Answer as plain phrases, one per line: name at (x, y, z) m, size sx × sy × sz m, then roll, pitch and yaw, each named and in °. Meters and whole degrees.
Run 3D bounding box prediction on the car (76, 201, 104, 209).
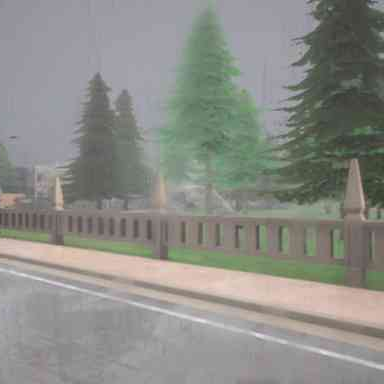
car at (-16.237, 1.987, 53.386) m, size 1.837 × 1.490 × 4.892 m, roll -1°, pitch -1°, yaw 36°
